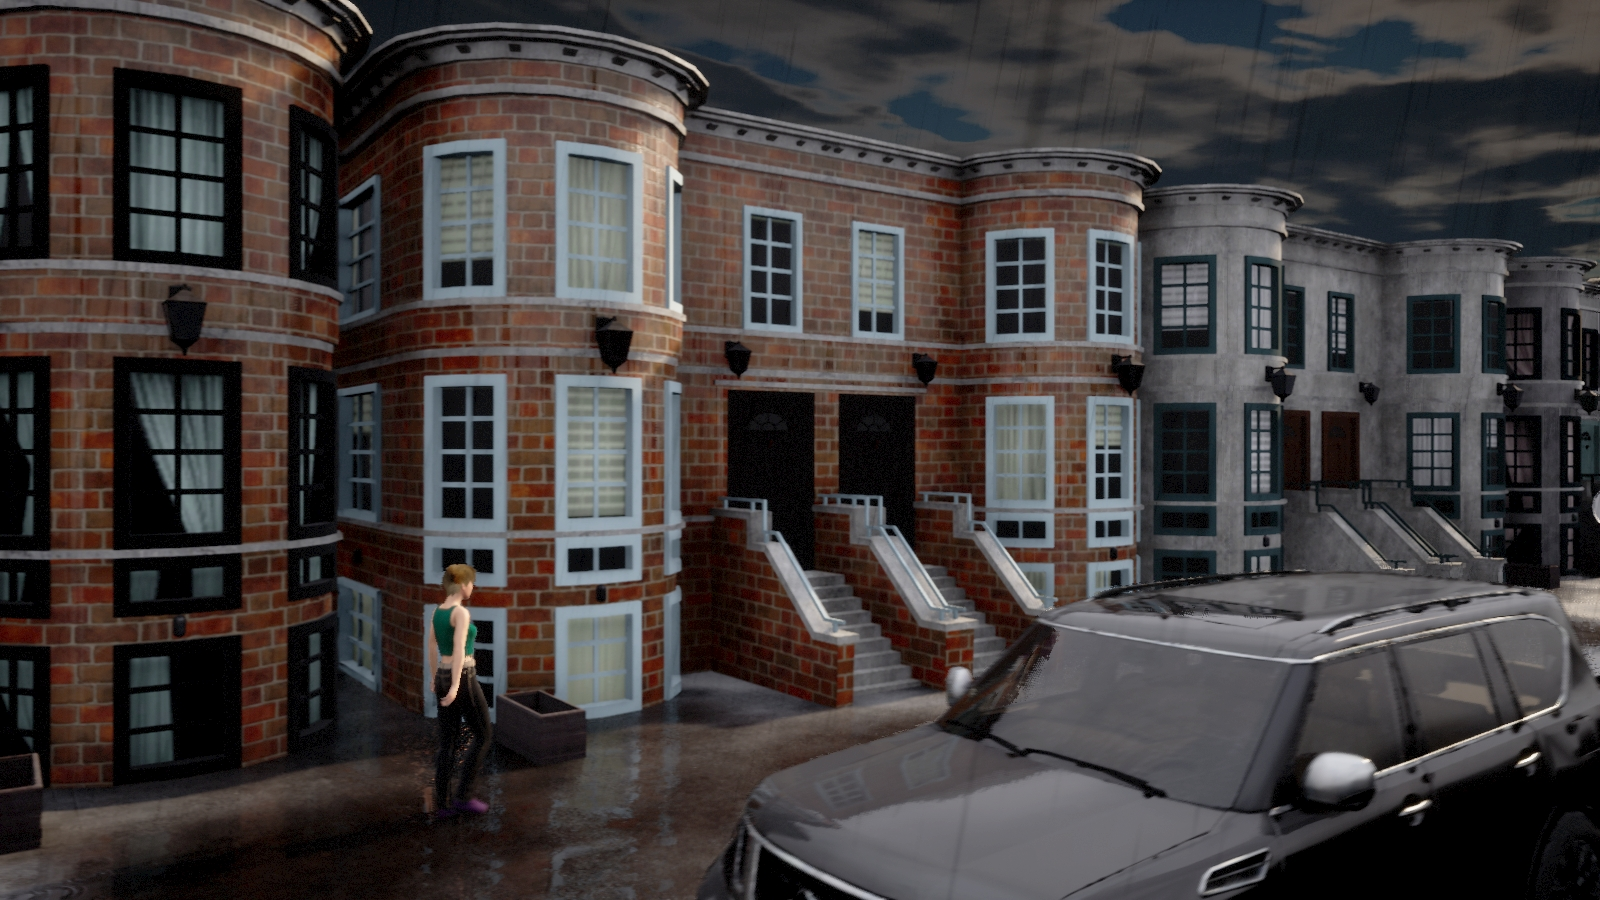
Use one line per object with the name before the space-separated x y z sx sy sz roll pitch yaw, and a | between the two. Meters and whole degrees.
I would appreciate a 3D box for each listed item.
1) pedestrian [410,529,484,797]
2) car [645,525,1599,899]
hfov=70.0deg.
pedestrian | -2.574 1.526 8.344 0.375 1.860 0.375 0 0 42
car | 2.190 1.564 5.935 5.566 2.045 2.150 0 0 -35
